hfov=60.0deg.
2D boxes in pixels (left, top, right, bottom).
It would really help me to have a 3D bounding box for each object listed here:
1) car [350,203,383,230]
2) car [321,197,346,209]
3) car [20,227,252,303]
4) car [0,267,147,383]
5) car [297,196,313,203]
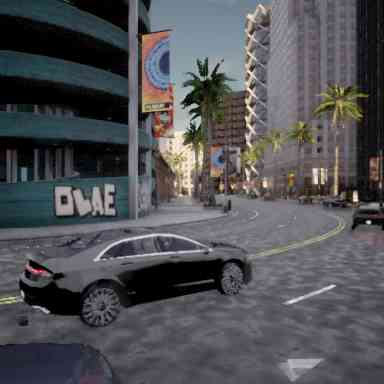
[{"bbox_3d":[11.416,1.494,21.459,1.837,1.490,4.892,1,0,28],"label":"car"},{"bbox_3d":[19.435,1.482,45.865,1.837,1.490,4.892,0,0,0],"label":"car"},{"bbox_3d":[-0.863,1.488,6.979,4.902,1.511,2.128,0,0,-35],"label":"car"},{"bbox_3d":[-2.816,1.546,1.397,5.357,1.411,2.033,0,0,-30],"label":"car"},{"bbox_3d":[22.219,1.448,65.712,2.231,1.521,4.892,0,0,-1],"label":"car"}]
